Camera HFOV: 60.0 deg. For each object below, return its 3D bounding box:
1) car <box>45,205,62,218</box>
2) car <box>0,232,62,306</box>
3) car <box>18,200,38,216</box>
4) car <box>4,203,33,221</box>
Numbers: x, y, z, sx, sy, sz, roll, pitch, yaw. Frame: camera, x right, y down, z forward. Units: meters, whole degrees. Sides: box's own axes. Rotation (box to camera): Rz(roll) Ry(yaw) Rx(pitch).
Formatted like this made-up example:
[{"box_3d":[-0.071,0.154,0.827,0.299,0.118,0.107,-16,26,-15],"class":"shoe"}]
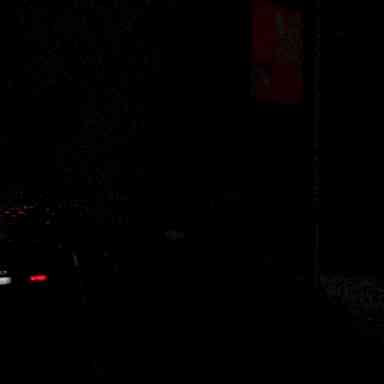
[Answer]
[{"box_3d":[-17.205,2.392,41.387,2.128,1.511,4.902,3,-2,-21],"class":"car"},{"box_3d":[-4.400,1.742,8.468,2.033,1.411,5.357,3,-2,-21],"class":"car"},{"box_3d":[-21.755,2.039,43.897,2.150,2.045,5.566,3,-2,-21],"class":"car"},{"box_3d":[-17.940,2.168,34.191,1.812,1.442,4.674,3,-2,-20],"class":"car"}]
